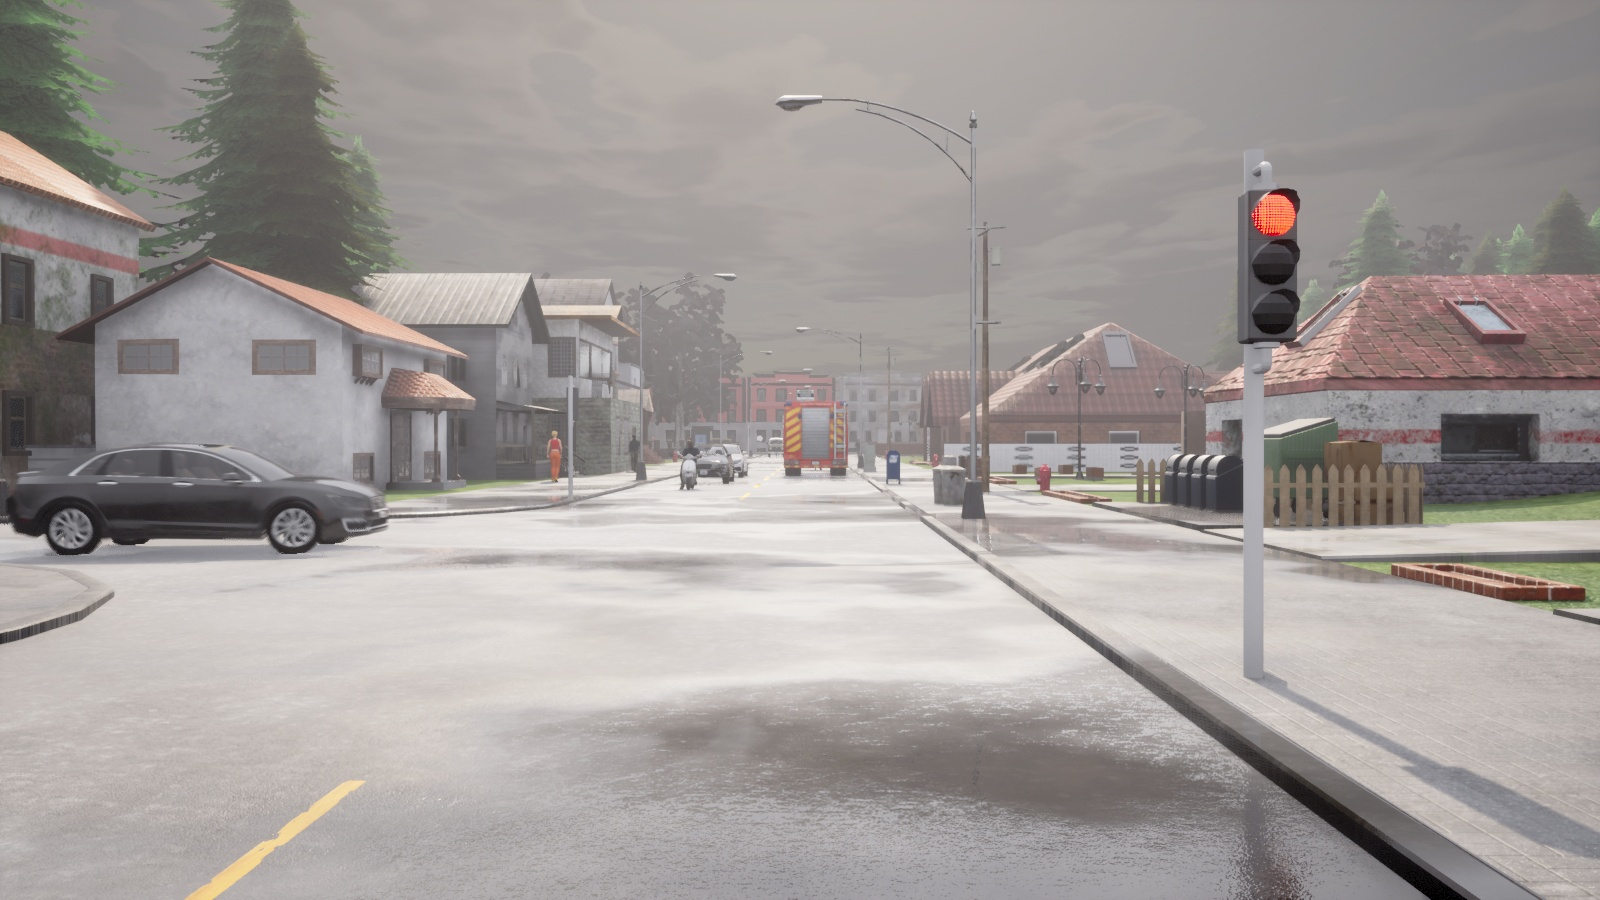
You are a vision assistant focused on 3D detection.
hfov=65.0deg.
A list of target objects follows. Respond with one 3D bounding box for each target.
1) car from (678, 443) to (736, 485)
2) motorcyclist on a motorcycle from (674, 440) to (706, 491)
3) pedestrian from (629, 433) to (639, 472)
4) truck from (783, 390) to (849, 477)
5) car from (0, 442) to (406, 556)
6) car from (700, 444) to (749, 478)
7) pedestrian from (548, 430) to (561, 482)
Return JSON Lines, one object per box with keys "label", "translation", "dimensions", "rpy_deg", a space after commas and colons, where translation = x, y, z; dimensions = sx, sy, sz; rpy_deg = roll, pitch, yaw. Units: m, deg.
{"label": "car", "translation": [-3.419, 0.492, 46.936], "dimensions": [1.816, 1.474, 4.193], "rpy_deg": [0, 0, 1]}
{"label": "motorcyclist on a motorcycle", "translation": [-3.507, 0.470, 40.226], "dimensions": [0.866, 1.590, 1.817], "rpy_deg": [0, 0, 1]}
{"label": "pedestrian", "translation": [-7.891, 0.113, 59.679], "dimensions": [0.370, 1.835, 0.726], "rpy_deg": [0, 0, 0]}
{"label": "truck", "translation": [0.732, -0.752, 59.198], "dimensions": [2.891, 3.827, 8.468], "rpy_deg": [0, 0, 1]}
{"label": "car", "translation": [-8.250, 0.645, 17.623], "dimensions": [4.892, 1.490, 1.837], "rpy_deg": [0, 1, -4]}
{"label": "car", "translation": [-3.314, 0.455, 55.688], "dimensions": [1.812, 1.442, 4.674], "rpy_deg": [0, 0, 1]}
{"label": "pedestrian", "translation": [-8.669, 0.198, 44.414], "dimensions": [0.345, 1.836, 0.594], "rpy_deg": [0, 0, 0]}
